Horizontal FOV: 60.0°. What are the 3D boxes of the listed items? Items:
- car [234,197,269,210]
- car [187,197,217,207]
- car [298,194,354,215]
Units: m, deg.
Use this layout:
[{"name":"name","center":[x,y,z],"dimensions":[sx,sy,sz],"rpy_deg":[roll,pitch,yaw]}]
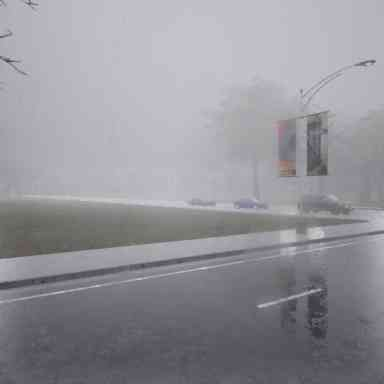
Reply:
[{"name":"car","center":[7.510,1.444,42.239],"dimensions":[1.882,1.535,5.008],"rpy_deg":[0,0,-36]},{"name":"car","center":[1.424,1.482,50.583],"dimensions":[2.033,1.411,5.357],"rpy_deg":[0,0,-36]},{"name":"car","center":[13.524,1.224,34.007],"dimensions":[2.150,2.045,5.566],"rpy_deg":[0,0,-36]}]
